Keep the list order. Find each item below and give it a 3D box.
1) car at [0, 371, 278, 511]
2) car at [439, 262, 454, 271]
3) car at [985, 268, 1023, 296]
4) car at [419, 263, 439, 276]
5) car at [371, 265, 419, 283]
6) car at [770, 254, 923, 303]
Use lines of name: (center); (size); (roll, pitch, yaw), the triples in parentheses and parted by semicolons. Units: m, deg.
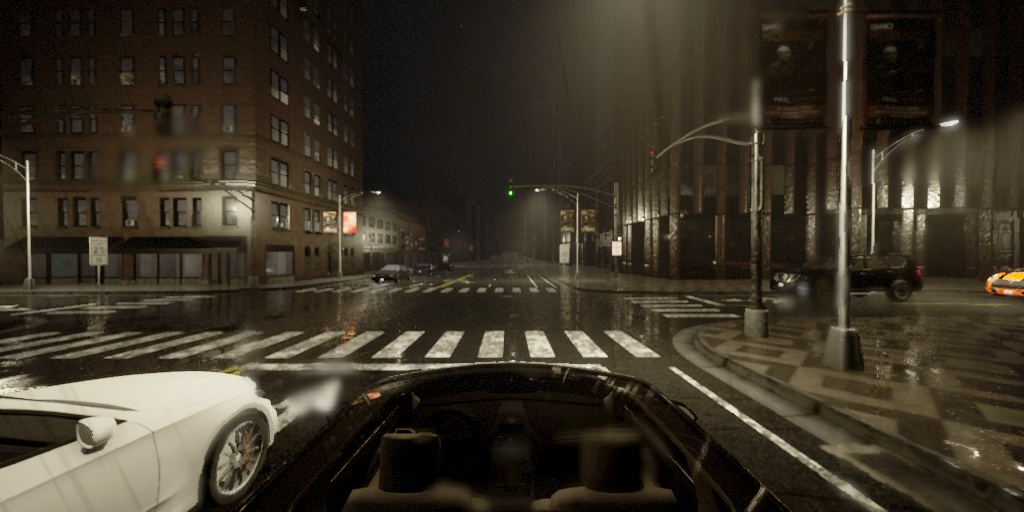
car: (-3.158, 1.274, 1.418); (1.812, 1.442, 4.674); (0, 0, 1)
car: (-9.715, 1.539, 52.436); (1.994, 1.385, 4.181); (0, 0, 1)
car: (24.523, 1.025, 16.109); (4.553, 1.767, 2.097); (0, 1, 0)
car: (-9.774, 1.485, 39.780); (1.994, 1.385, 4.181); (0, 0, -1)
car: (-9.776, 1.423, 29.833); (2.033, 1.411, 5.357); (0, 0, 2)
car: (14.853, 0.932, 16.090); (5.566, 2.045, 2.150); (0, 1, 0)
